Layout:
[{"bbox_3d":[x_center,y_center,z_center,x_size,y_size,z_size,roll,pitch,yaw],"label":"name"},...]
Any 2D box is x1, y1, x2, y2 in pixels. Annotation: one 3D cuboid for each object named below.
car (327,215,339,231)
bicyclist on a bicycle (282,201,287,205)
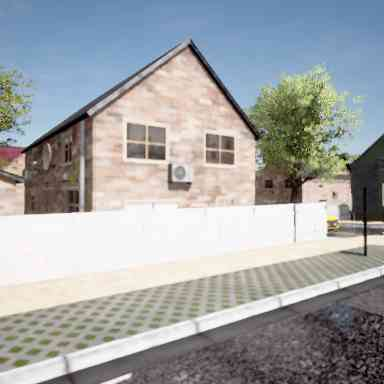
[{"bbox_3d":[7.571,1.848,22.937,1.882,1.535,5.008,0,-2,-35],"label":"car"},{"bbox_3d":[8.761,1.677,31.395,1.656,1.620,0.582,-3,2,-35],"label":"bicyclist on a bicycle"}]
